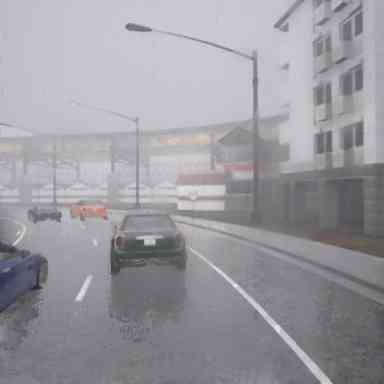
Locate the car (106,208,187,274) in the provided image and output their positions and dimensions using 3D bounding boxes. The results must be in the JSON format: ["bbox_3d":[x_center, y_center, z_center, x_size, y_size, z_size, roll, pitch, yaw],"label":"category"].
[{"bbox_3d":[-1.556,1.347,10.888,2.097,1.767,4.553,-1,0,-12],"label":"car"}]

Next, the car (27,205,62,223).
[{"bbox_3d":[-11.396,1.648,25.499,1.895,1.301,4.718,0,0,-32],"label":"car"}]

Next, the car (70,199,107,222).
[{"bbox_3d":[-8.575,1.376,27.346,2.097,1.767,4.553,-1,0,-32],"label":"car"}]

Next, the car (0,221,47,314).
[{"bbox_3d":[-4.142,1.547,6.019,1.812,1.442,4.674,0,0,-7],"label":"car"}]
